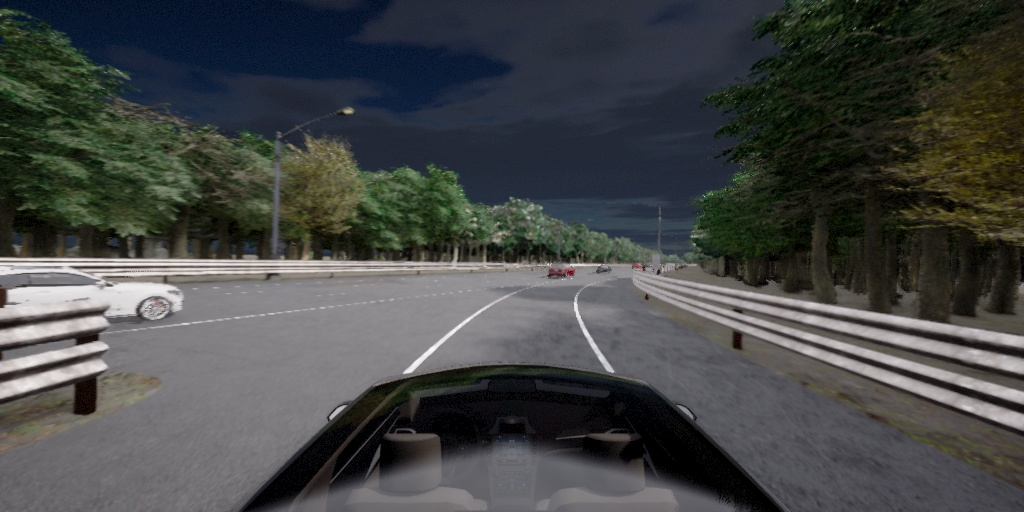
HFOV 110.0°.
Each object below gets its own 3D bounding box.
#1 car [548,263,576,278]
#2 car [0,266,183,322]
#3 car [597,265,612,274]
[{"bbox_3d":[5.830,1.594,41.538,2.097,1.767,4.553,1,-1,27],"label":"car"},{"bbox_3d":[-10.833,0.963,8.419,1.812,1.442,4.674,1,-1,27],"label":"car"},{"bbox_3d":[15.730,2.255,61.229,1.812,1.442,4.674,1,-1,27],"label":"car"}]
